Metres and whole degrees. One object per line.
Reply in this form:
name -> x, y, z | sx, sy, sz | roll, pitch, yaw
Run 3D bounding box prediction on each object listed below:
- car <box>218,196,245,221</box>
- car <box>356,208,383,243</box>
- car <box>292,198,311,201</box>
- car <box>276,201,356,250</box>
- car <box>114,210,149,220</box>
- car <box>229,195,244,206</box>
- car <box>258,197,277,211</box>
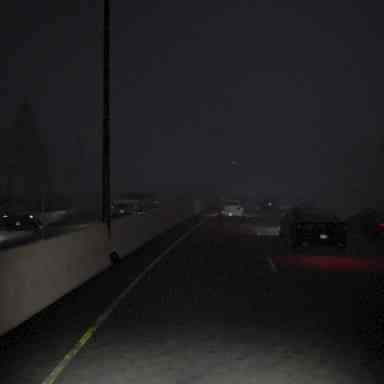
car -> 2.920, 1.256, 24.542 | 1.812, 1.442, 4.674 | 0, 1, 9
car -> 8.601, 1.428, 15.269 | 1.994, 1.385, 4.181 | 0, 1, 8
car -> 11.675, 1.247, 35.509 | 1.895, 1.301, 4.718 | 0, 1, 9
car -> 4.823, 1.341, 13.742 | 1.882, 1.535, 5.008 | 0, 0, 8
car -> -4.309, 0.913, 24.971 | 2.150, 2.045, 5.566 | 0, 0, 9
car -> 5.913, 1.120, 44.067 | 1.895, 1.301, 4.718 | 0, 1, 9
car -> 8.067, 1.198, 35.057 | 1.994, 1.385, 4.181 | 0, 1, 9
